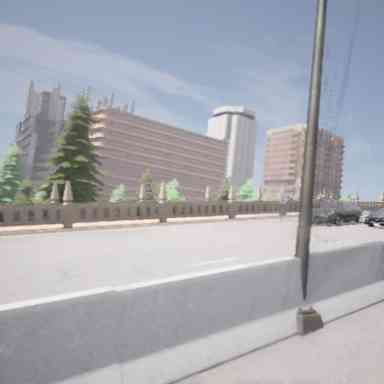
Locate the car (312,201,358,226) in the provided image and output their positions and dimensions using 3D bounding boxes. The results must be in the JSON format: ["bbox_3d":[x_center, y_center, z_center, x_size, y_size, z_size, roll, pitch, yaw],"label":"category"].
[{"bbox_3d":[10.542,1.443,24.399,4.553,1.767,2.097,0,0,-35],"label":"car"}]

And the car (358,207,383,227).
[{"bbox_3d":[13.700,1.644,22.354,5.357,1.411,2.033,0,0,-35],"label":"car"}]
